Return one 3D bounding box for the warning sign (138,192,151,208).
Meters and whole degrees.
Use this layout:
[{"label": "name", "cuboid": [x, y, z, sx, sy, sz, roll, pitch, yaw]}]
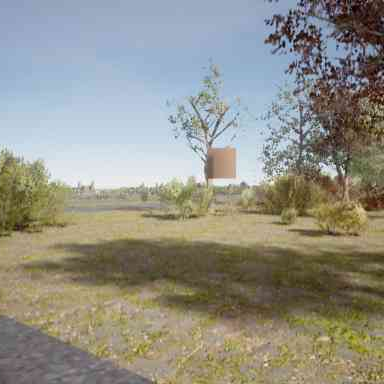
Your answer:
[{"label": "warning sign", "cuboid": [-5.924, 0.985, 41.623, 1.300, 1.860, 1.060, 0, 0, 40]}]
